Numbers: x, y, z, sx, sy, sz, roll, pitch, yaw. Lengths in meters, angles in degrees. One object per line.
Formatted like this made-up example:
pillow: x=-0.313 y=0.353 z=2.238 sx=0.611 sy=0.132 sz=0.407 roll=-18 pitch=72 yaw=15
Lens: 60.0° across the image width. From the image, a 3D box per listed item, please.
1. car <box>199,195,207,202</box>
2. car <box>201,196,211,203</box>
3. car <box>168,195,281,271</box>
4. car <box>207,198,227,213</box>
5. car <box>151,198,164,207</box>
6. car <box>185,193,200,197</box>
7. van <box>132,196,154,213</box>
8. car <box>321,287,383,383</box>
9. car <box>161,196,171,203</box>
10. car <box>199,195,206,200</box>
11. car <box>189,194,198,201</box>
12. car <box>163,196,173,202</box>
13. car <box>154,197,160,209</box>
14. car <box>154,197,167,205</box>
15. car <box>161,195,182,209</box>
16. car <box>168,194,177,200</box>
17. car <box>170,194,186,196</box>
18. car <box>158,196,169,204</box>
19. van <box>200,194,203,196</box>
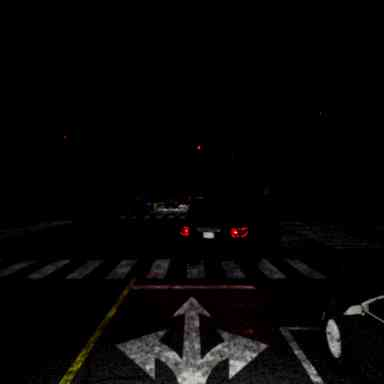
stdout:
car: x=2.682 y=1.557 z=83.886 sx=1.801 sy=1.575 sz=5.366 roll=0 pitch=0 yaw=0
car: x=2.948 y=1.640 z=71.715 sx=2.008 sy=1.369 sz=4.403 roll=0 pitch=0 yaw=0
car: x=1.483 y=1.241 z=11.346 sx=2.150 sy=2.045 sz=5.566 roll=-1 pitch=0 yaw=23
car: x=2.803 y=1.489 z=37.700 sx=1.967 sy=1.590 sz=4.097 roll=0 pitch=0 yaw=0
car: x=-5.650 y=1.653 z=54.739 sx=1.802 sy=1.307 sz=4.206 roll=0 pitch=0 yaw=0
car: x=0.264 y=1.307 z=67.718 sx=2.150 sy=2.045 sz=5.566 roll=0 pitch=0 yaw=0
van: x=-5.722 y=1.390 z=37.734 sx=1.690 sy=1.788 sz=3.998 roll=0 pitch=0 yaw=0
car: x=2.667 y=1.555 z=3.050 sx=2.008 sy=1.369 sz=4.403 roll=0 pitch=0 yaw=0
car: x=-5.578 y=1.655 z=71.744 sx=1.947 sy=1.339 sz=4.313 roll=0 pitch=0 yaw=0
car: x=3.044 y=1.675 z=94.393 sx=1.947 sy=1.339 sz=4.313 roll=0 pitch=0 yaw=0
car: x=0.308 y=1.283 z=78.078 sx=2.097 sy=1.767 sz=4.553 roll=0 pitch=0 yaw=0
car: x=-5.553 y=1.639 z=77.411 sx=1.887 sy=1.381 sz=4.507 roll=0 pitch=0 yaw=0
car: x=-5.698 y=1.496 z=43.403 sx=1.967 sy=1.590 sz=4.097 roll=0 pitch=0 yaw=0
car: x=-5.626 y=1.643 z=60.407 sx=1.947 sy=1.339 sz=4.313 roll=0 pitch=0 yaw=0
car: x=-2.907 y=1.539 z=47.445 sx=1.882 sy=1.535 sz=5.008 roll=0 pitch=0 yaw=0
car: x=-5.481 y=1.424 z=94.417 sx=2.192 sy=1.841 sz=5.009 roll=0 pitch=0 yaw=0
car: x=-2.789 y=1.572 z=62.718 sx=2.128 sy=1.511 sz=4.902 roll=0 pitch=0 yaw=1
car: x=-5.602 y=1.609 z=65.905 sx=1.752 sy=1.417 sz=4.829 roll=0 pitch=0 yaw=0
van: x=2.899 y=1.419 z=60.377 sx=1.690 sy=1.788 sz=3.998 roll=0 pitch=0 yaw=0
